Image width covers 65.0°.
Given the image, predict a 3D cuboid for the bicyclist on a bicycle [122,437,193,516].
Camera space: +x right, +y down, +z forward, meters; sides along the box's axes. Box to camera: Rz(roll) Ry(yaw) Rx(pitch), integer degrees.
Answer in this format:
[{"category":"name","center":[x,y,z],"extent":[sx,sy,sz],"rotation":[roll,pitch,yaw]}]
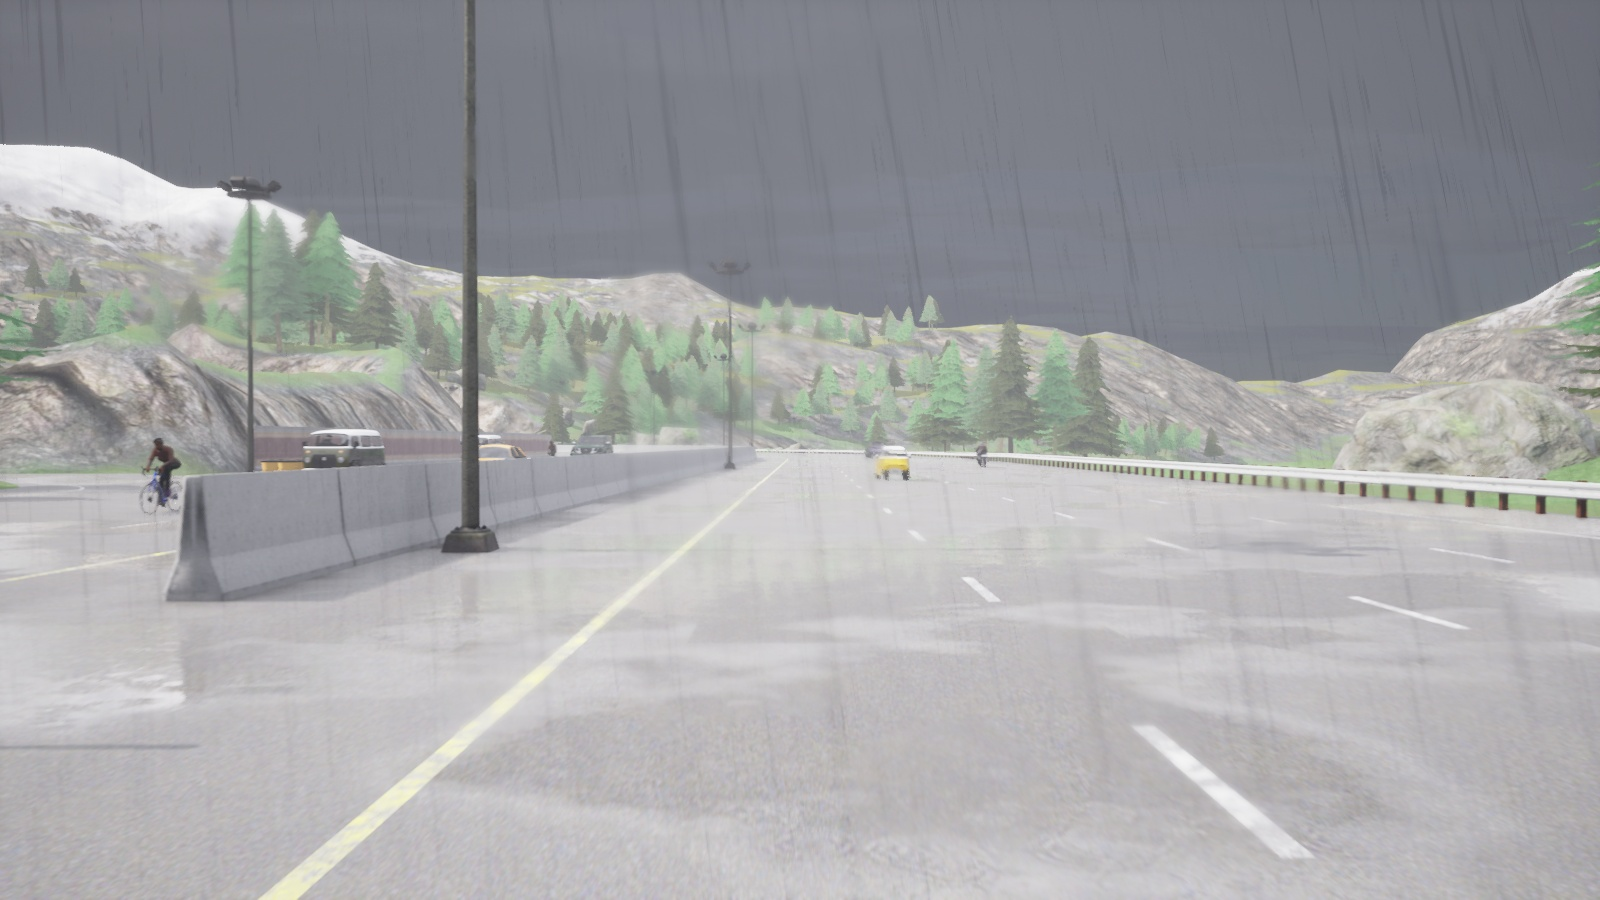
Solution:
[{"category":"bicyclist on a bicycle","center":[-13.645,0.538,26.706],"extent":[0.582,1.620,1.656],"rotation":[0,1,4]}]

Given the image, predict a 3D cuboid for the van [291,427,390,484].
[{"category":"van","center":[-17.213,0.191,47.300],"extent":[2.069,2.038,4.480],"rotation":[0,0,0]}]

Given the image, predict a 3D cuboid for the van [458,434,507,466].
[{"category":"van","center":[-20.517,-0.005,81.312],"extent":[2.069,2.038,4.480],"rotation":[0,0,0]}]

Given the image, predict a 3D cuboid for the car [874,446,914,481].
[{"category":"car","center":[3.809,0.517,51.011],"extent":[1.481,1.376,2.207],"rotation":[0,1,0]}]

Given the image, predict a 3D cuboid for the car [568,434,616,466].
[{"category":"car","center":[-13.509,-0.005,81.833],"extent":[2.150,2.045,5.566],"rotation":[0,0,0]}]

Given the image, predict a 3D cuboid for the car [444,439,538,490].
[{"category":"car","center":[-10.243,0.440,41.997],"extent":[1.801,1.575,5.366],"rotation":[0,0,0]}]
